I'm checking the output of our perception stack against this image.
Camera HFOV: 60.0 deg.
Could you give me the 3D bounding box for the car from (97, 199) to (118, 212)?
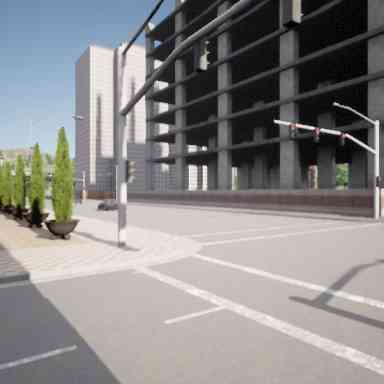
[{"bbox_3d":[-9.816,1.598,39.945,1.994,1.385,4.181,0,0,-35],"label":"car"}]
